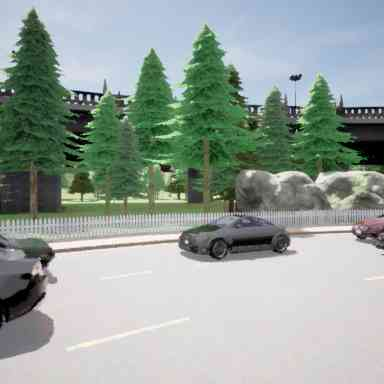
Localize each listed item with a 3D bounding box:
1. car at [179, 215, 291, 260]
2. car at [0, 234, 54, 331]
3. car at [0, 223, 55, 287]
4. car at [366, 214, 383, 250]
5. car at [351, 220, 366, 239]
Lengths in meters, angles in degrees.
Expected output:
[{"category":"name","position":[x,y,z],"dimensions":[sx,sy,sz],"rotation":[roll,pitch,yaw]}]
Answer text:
[{"category":"car","position":[1.611,1.564,12.445],"dimensions":[4.181,1.385,1.994],"rotation":[0,0,-25]},{"category":"car","position":[-4.737,1.492,4.772],"dimensions":[4.902,1.511,2.128],"rotation":[0,0,-32]},{"category":"car","position":[-6.020,1.601,8.095],"dimensions":[4.718,1.301,1.895],"rotation":[0,0,-32]},{"category":"car","position":[9.280,1.548,11.699],"dimensions":[5.357,1.411,2.033],"rotation":[0,0,-13]},{"category":"car","position":[9.748,1.526,15.294],"dimensions":[4.674,1.442,1.812],"rotation":[0,0,-10]}]
